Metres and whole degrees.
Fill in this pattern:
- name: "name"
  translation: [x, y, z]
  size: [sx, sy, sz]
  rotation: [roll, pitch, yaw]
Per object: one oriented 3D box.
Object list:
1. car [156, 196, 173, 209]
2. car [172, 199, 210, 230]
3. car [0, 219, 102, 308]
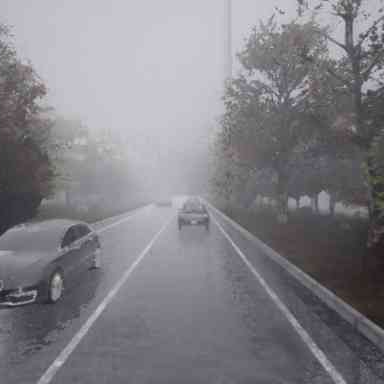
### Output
- name: "car"
  translation: [-3.576, 1.347, 44.009]
  size: [1.882, 1.535, 5.008]
  rotation: [0, 0, 0]
- name: "car"
  translation: [0.101, 1.444, 20.688]
  size: [2.128, 1.511, 4.902]
  rotation: [0, 0, 0]
- name: "car"
  translation: [-3.585, 1.486, 8.082]
  size: [1.837, 1.490, 4.892]
  rotation: [0, 0, 0]
